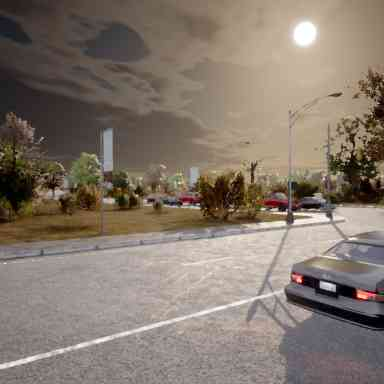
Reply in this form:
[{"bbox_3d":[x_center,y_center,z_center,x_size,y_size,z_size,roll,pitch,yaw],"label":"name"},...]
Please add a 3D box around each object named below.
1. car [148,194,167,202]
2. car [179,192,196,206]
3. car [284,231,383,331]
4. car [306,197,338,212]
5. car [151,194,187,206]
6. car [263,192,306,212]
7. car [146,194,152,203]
[{"bbox_3d":[-7.646,1.257,73.428,1.882,1.535,5.008,-1,0,-38],"label":"car"},{"bbox_3d":[-0.082,1.042,52.723,2.150,2.045,5.566,-1,0,-39],"label":"car"},{"bbox_3d":[4.176,1.528,6.746,5.357,1.411,2.033,0,0,-36],"label":"car"},{"bbox_3d":[13.331,1.305,36.117,2.128,1.511,4.902,-1,0,-39],"label":"car"},{"bbox_3d":[-3.605,1.393,51.519,2.033,1.411,5.357,-1,0,-39],"label":"car"},{"bbox_3d":[8.977,1.061,35.966,2.150,2.045,5.566,-1,0,-37],"label":"car"},{"bbox_3d":[-6.413,1.176,60.631,2.097,1.767,4.553,-1,0,-38],"label":"car"}]
